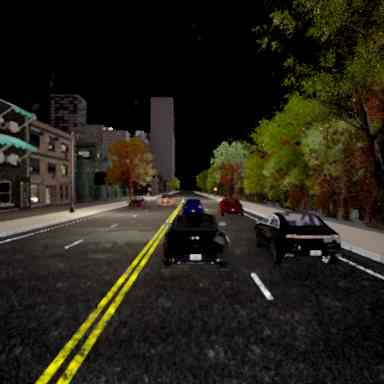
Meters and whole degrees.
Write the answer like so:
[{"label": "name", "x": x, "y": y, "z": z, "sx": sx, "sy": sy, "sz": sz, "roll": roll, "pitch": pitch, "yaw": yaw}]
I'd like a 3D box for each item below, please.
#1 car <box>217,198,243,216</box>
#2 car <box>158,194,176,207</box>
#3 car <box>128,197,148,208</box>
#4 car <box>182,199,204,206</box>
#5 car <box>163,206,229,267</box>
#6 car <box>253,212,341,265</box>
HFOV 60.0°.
[{"label": "car", "x": 3.339, "y": 1.273, "z": 29.581, "sx": 1.882, "sy": 1.535, "sz": 5.008, "roll": 0, "pitch": 0, "yaw": 0}, {"label": "car", "x": -3.343, "y": 1.043, "z": 44.485, "sx": 2.097, "sy": 1.767, "sz": 4.553, "roll": 0, "pitch": 1, "yaw": 0}, {"label": "car", "x": -6.600, "y": 1.280, "z": 41.064, "sx": 1.994, "sy": 1.385, "sz": 4.181, "roll": 0, "pitch": 0, "yaw": 0}, {"label": "car", "x": 0.089, "y": 1.325, "z": 29.113, "sx": 1.812, "sy": 1.442, "sz": 4.674, "roll": 0, "pitch": 0, "yaw": 0}, {"label": "car", "x": 0.096, "y": 1.428, "z": 11.070, "sx": 1.837, "sy": 1.490, "sz": 4.892, "roll": 0, "pitch": 0, "yaw": 0}, {"label": "car", "x": 3.345, "y": 1.412, "z": 11.408, "sx": 2.128, "sy": 1.511, "sz": 4.902, "roll": 0, "pitch": 0, "yaw": 0}]
